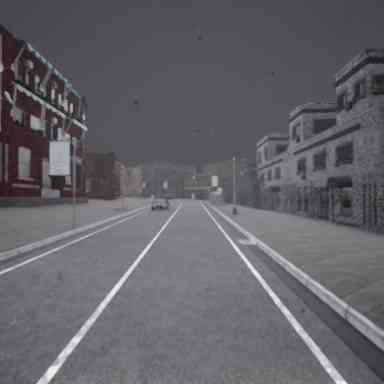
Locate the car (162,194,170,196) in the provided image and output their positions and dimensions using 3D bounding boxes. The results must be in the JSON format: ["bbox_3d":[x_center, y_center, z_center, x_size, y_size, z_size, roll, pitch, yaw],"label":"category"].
[{"bbox_3d":[-6.019,1.267,79.111,2.033,1.411,5.357,0,0,-19],"label":"car"}]

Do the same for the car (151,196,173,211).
[{"bbox_3d":[-3.595,1.477,38.610,1.994,1.385,4.181,0,0,0],"label":"car"}]
